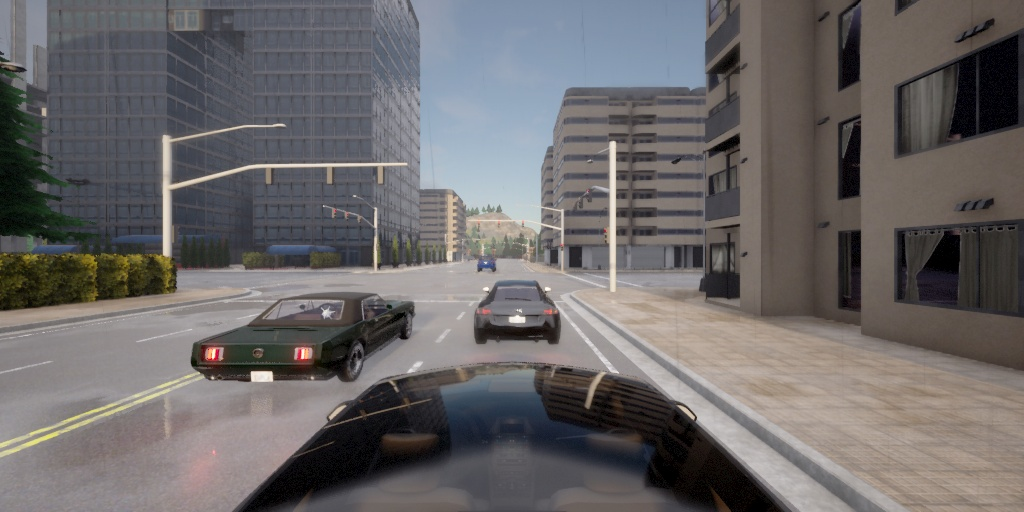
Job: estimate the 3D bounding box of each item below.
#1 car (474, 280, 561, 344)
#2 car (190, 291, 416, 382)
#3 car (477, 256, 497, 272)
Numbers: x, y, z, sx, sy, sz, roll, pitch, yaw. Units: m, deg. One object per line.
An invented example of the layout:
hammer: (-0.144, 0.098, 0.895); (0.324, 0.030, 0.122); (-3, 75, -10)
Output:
car: (0.132, 1.314, 9.571); (1.994, 1.385, 4.181); (0, 0, 1)
car: (-3.380, 1.351, 7.094); (1.895, 1.301, 4.718); (0, 0, 0)
car: (-3.199, 0.971, 46.195); (2.150, 2.045, 5.566); (0, 0, 0)
